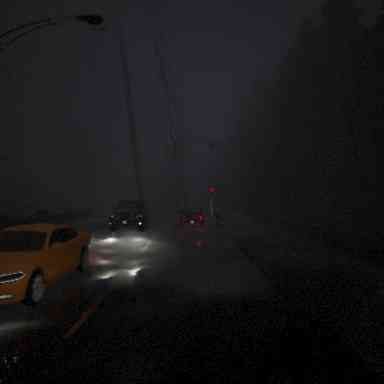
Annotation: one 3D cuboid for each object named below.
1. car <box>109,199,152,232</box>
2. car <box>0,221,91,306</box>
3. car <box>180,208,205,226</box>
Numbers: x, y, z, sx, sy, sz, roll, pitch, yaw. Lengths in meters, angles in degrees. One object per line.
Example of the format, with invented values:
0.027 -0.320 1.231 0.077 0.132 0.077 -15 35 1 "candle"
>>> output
-4.065 1.498 22.769 2.150 2.045 5.566 0 -1 0 "car"
-4.120 1.583 8.510 1.882 1.535 5.008 0 -1 0 "car"
0.025 1.917 26.328 1.895 1.301 4.718 0 -1 0 "car"
